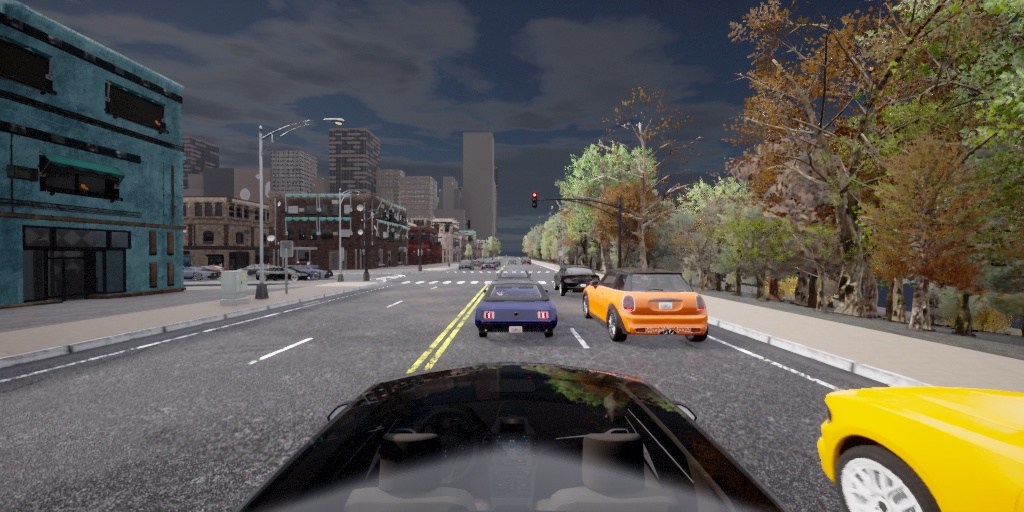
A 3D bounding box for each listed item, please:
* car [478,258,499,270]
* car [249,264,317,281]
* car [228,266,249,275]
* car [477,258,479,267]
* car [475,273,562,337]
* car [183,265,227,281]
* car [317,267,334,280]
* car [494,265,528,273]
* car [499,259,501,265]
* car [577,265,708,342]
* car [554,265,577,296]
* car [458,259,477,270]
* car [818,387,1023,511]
[{"bbox_3d":[-3.317,1.300,52.047,1.994,1.385,4.181,0,0,0],"label":"car"},{"bbox_3d":[-19.935,1.561,31.336,4.313,1.339,1.948,0,0,0],"label":"car"},{"bbox_3d":[-28.264,1.556,39.852,4.403,1.370,2.007,0,0,0],"label":"car"},{"bbox_3d":[-6.550,1.296,62.254,1.994,1.385,4.181,0,0,0],"label":"car"},{"bbox_3d":[0.103,1.349,10.219,1.895,1.301,4.718,0,0,0],"label":"car"},{"bbox_3d":[-30.230,1.650,34.054,4.181,1.385,1.994,-1,1,-1],"label":"car"},{"bbox_3d":[-19.314,1.525,34.043,4.181,1.385,1.994,-1,1,0],"label":"car"},{"bbox_3d":[0.108,1.347,19.381,1.895,1.301,4.718,0,0,0],"label":"car"},{"bbox_3d":[-3.292,1.279,62.687,2.033,1.411,5.357,0,0,0],"label":"car"},{"bbox_3d":[3.350,1.101,9.940,2.097,1.767,4.553,0,0,0],"label":"car"},{"bbox_3d":[3.357,1.224,19.223,1.882,1.535,5.008,0,0,1],"label":"car"},{"bbox_3d":[-6.569,1.241,51.957,1.837,1.490,4.892,0,0,0],"label":"car"},{"bbox_3d":[3.347,1.228,0.750,1.882,1.535,5.008,0,0,0],"label":"car"}]
